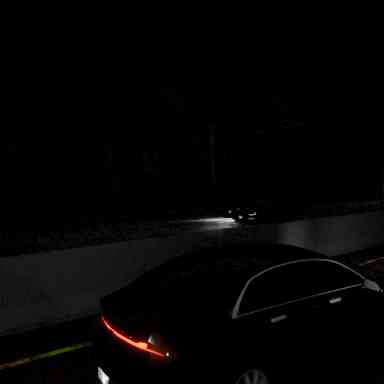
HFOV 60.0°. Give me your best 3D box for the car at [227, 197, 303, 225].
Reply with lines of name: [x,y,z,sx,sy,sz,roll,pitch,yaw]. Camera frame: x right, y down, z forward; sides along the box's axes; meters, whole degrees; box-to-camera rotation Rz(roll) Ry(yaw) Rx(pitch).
car: [4.719,1.120,20.269,4.892,1.490,1.837,-2,1,-36]

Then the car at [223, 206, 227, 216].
car: [4.248,1.116,24.234,4.181,1.385,1.994,-2,1,-36]

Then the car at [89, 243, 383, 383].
car: [1.134,1.476,4.564,4.892,1.490,1.837,-1,1,-35]
